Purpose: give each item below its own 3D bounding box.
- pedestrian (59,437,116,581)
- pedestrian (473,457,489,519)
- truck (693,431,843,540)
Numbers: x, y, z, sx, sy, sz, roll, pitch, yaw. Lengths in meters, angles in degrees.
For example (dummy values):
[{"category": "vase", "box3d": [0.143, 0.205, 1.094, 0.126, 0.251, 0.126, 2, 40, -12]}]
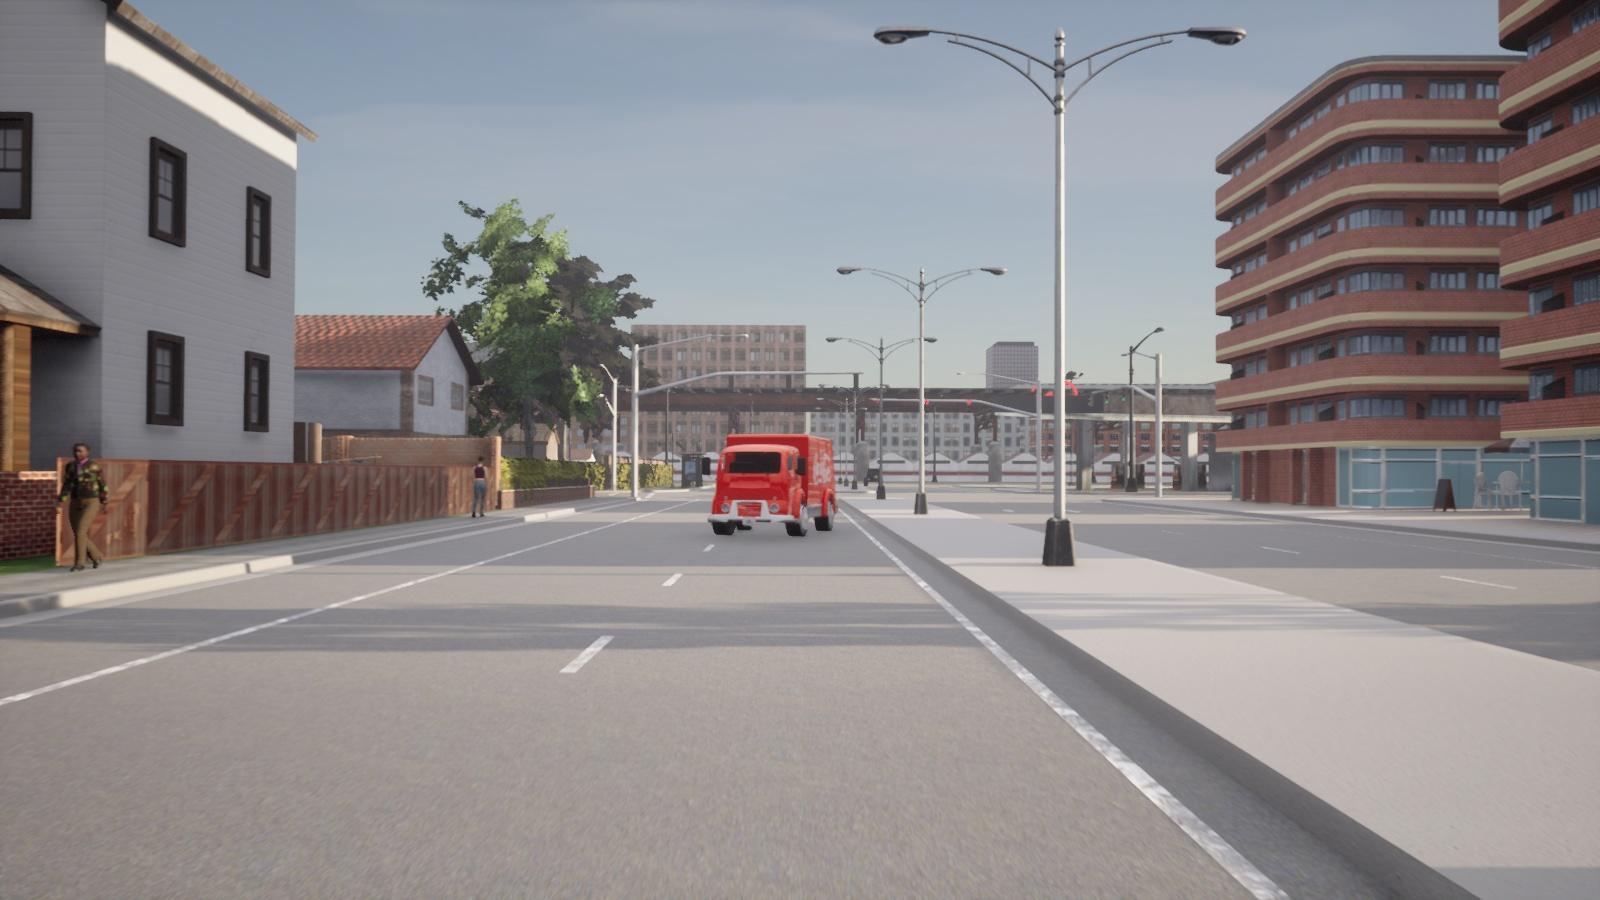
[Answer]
[{"category": "pedestrian", "box3d": [-9.753, 0.796, 17.203, 0.395, 1.930, 0.692, 0, -1, -1]}, {"category": "pedestrian", "box3d": [-9.471, 1.133, 37.325, 0.345, 1.836, 0.594, 0, -1, -2]}, {"category": "truck", "box3d": [-0.664, 0.856, 31.398, 2.627, 2.467, 5.204, 0, -1, 11]}]
